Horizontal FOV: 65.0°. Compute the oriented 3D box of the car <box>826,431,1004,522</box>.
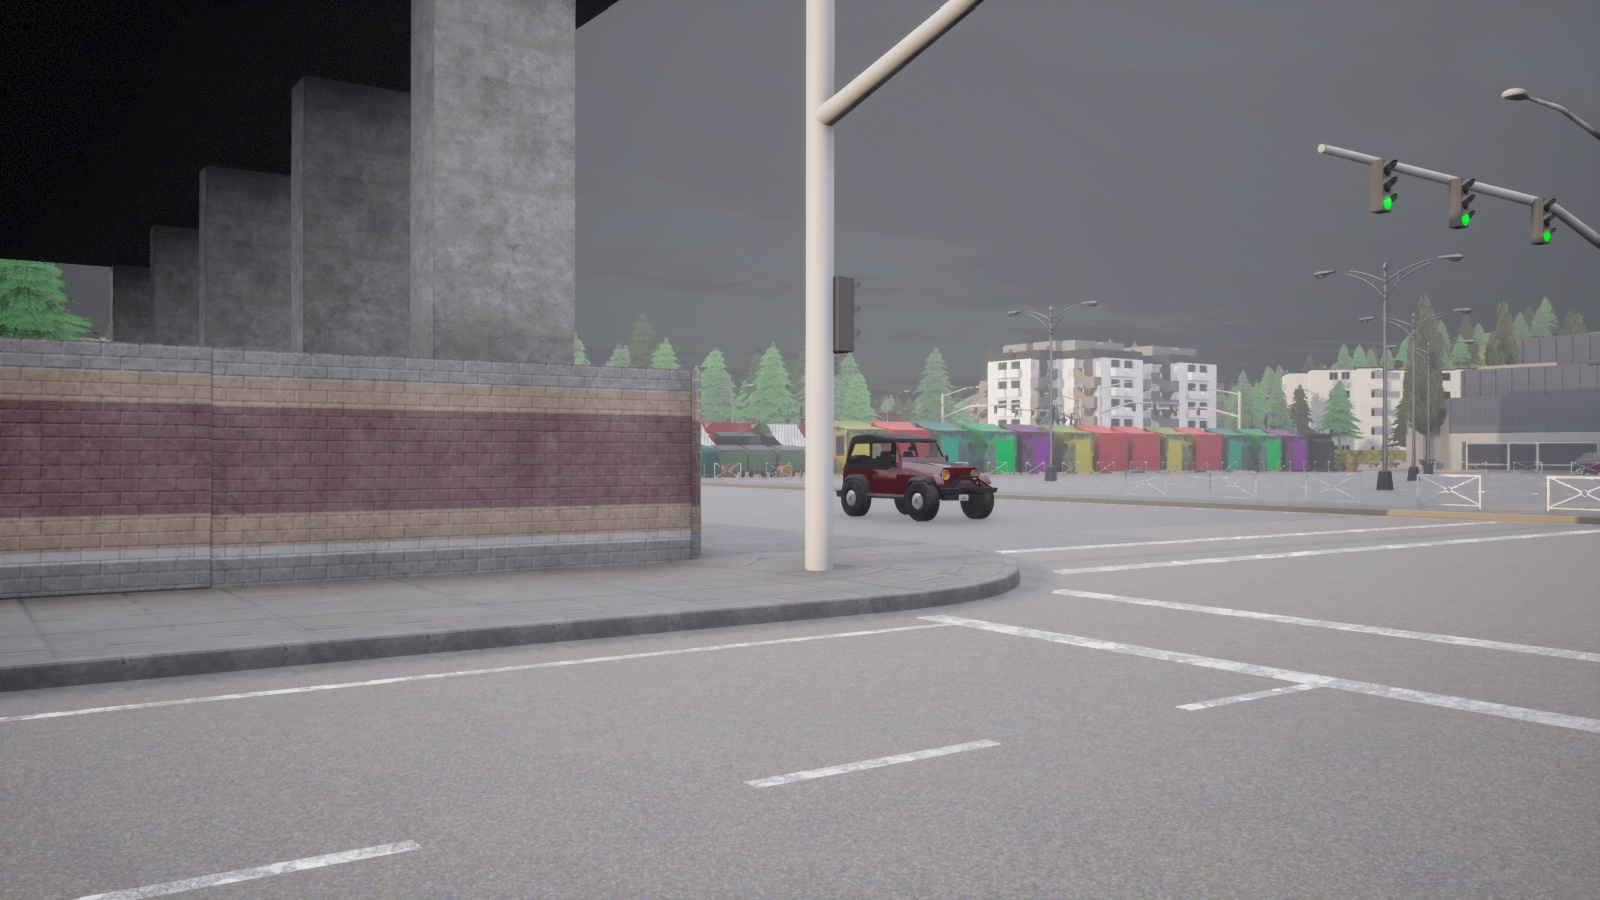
[{"bbox_3d":[2.491,0.549,28.043,1.905,1.878,3.866,0,0,-35],"label":"car"}]
